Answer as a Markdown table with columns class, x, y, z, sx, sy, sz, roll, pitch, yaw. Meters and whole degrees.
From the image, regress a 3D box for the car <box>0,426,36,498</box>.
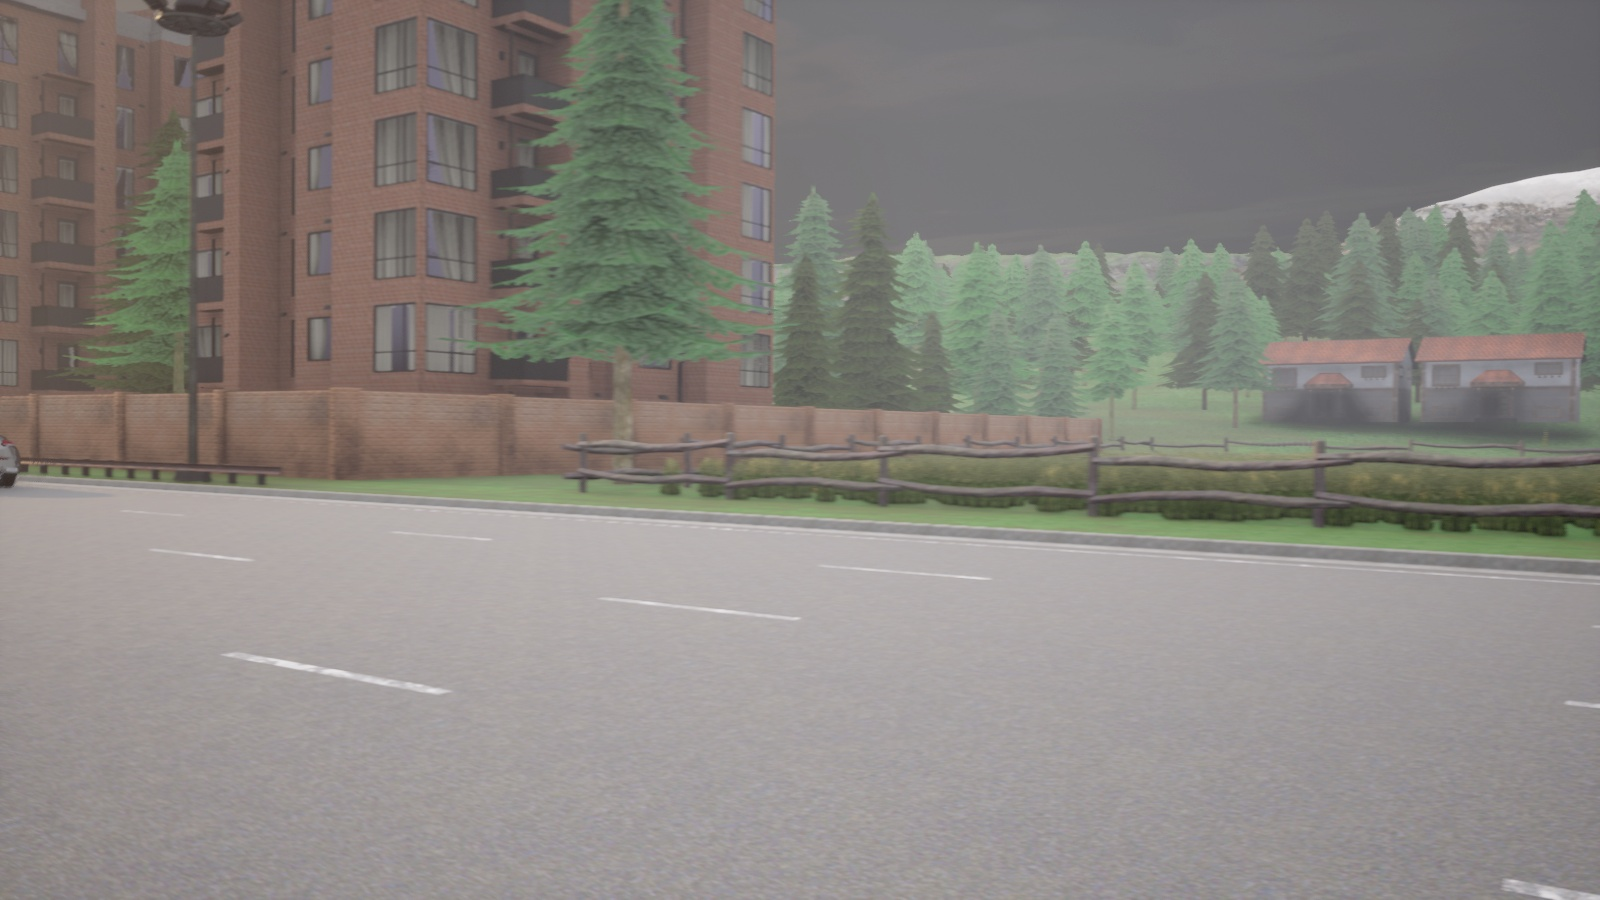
| class | x | y | z | sx | sy | sz | roll | pitch | yaw |
| --- | --- | --- | --- | --- | --- | --- | --- | --- | --- |
| car | -20.631 | 0.288 | 29.963 | 5.027 | 1.651 | 2.152 | 0 | 1 | 34 |
